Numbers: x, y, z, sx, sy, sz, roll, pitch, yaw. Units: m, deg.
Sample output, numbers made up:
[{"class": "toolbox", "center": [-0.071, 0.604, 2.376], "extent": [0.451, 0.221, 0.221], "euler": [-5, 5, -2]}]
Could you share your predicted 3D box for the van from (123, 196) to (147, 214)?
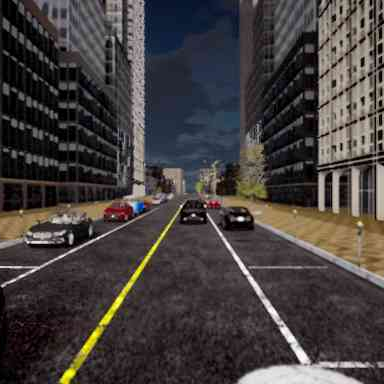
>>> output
[{"class": "van", "center": [-5.687, 1.272, 31.865], "extent": [1.690, 1.788, 3.998], "euler": [0, 0, 0]}]

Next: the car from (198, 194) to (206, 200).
[{"class": "car", "center": [2.693, 1.222, 88.770], "extent": [1.967, 1.590, 4.097], "euler": [0, 0, 0]}]

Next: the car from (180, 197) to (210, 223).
[{"class": "car", "center": [0.100, 1.424, 25.065], "extent": [1.882, 1.535, 5.008], "euler": [0, 0, 0]}]

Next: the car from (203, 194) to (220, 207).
[{"class": "car", "center": [2.694, 1.344, 43.234], "extent": [1.967, 1.590, 4.097], "euler": [0, 0, 0]}]

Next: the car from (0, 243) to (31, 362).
[{"class": "car", "center": [-3.099, 1.474, 1.871], "extent": [1.882, 1.535, 5.008], "euler": [0, 0, 0]}]

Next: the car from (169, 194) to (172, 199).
[{"class": "car", "center": [-5.688, 1.410, 66.018], "extent": [1.947, 1.339, 4.313], "euler": [0, 0, 0]}]

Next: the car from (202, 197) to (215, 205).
[{"class": "car", "center": [2.693, 1.456, 54.619], "extent": [1.802, 1.307, 4.206], "euler": [0, 0, 0]}]

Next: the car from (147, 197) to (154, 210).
[{"class": "car", "center": [-5.688, 1.499, 37.558], "extent": [1.802, 1.307, 4.206], "euler": [0, 0, 0]}]

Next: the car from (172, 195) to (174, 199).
[{"class": "car", "center": [-5.688, 1.307, 88.616], "extent": [1.752, 1.417, 4.829], "euler": [0, 0, 0]}]

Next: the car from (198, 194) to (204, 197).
[{"class": "car", "center": [0.099, 1.408, 42.799], "extent": [2.163, 1.488, 4.792], "euler": [0, 0, 0]}]

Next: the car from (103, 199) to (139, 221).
[{"class": "car", "center": [-5.688, 1.489, 26.173], "extent": [1.887, 1.381, 4.507], "euler": [0, 0, 0]}]

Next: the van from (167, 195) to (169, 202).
[{"class": "van", "center": [-5.687, 1.200, 60.326], "extent": [1.690, 1.788, 3.998], "euler": [0, 0, 0]}]

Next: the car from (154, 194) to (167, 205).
[{"class": "car", "center": [-5.687, 1.314, 54.633], "extent": [1.967, 1.590, 4.097], "euler": [0, 0, 0]}]

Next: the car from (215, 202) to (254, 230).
[{"class": "car", "center": [2.693, 1.523, 20.468], "extent": [1.947, 1.339, 4.313], "euler": [0, 0, 0]}]

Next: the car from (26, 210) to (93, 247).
[{"class": "car", "center": [-5.688, 1.520, 14.788], "extent": [2.008, 1.369, 4.403], "euler": [0, 0, 0]}]
